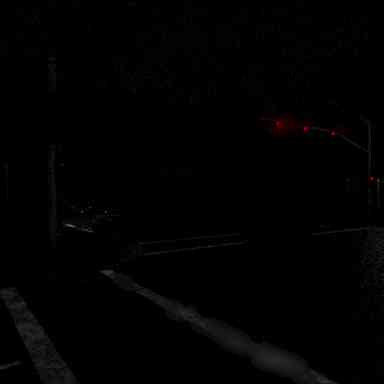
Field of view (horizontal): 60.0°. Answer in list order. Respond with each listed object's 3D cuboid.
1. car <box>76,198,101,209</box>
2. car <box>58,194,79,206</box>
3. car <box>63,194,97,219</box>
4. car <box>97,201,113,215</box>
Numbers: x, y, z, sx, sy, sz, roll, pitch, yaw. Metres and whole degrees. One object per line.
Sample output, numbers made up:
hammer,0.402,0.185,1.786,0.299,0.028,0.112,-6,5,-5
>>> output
car,-15.334,1.648,48.990,2.033,1.411,5.357,0,0,-35
car,-21.377,1.332,57.426,2.150,2.045,5.566,0,0,-35
car,-10.895,1.306,30.408,2.150,2.045,5.566,0,0,-35
car,-10.152,1.635,35.406,2.033,1.411,5.357,0,0,-35
